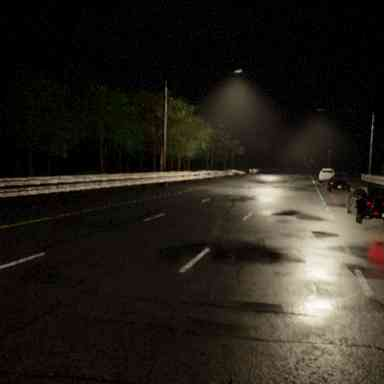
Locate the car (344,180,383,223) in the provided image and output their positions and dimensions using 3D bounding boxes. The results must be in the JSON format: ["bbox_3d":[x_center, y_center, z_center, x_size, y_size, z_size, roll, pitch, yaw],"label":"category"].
[{"bbox_3d":[8.048,0.470,14.662,1.837,1.490,4.892,3,5,19],"label":"car"}]

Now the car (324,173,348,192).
[{"bbox_3d":[14.042,-0.788,32.077,1.812,1.442,4.674,3,5,19],"label":"car"}]

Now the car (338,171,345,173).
[{"bbox_3d":[31.488,-3.688,70.399,2.097,1.767,4.553,5,6,37],"label":"car"}]

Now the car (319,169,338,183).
[{"bbox_3d":[20.671,-2.462,50.835,2.150,2.045,5.566,3,5,21],"label":"car"}]
